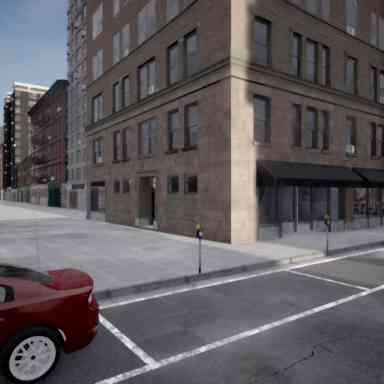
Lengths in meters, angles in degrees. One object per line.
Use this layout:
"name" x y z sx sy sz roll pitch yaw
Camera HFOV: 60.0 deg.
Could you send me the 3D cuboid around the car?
"car" -3.373 1.545 3.782 4.507 1.381 1.887 0 0 -36
